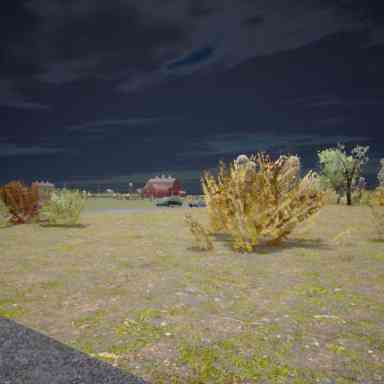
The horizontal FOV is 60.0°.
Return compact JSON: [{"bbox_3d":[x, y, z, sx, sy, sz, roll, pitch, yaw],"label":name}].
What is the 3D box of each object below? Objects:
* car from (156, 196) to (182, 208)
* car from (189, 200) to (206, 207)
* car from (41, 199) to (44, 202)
[{"bbox_3d":[-4.080,1.793,60.226,2.150,2.045,5.566,-1,-2,36],"label":"car"},{"bbox_3d":[1.316,2.119,61.541,1.994,1.385,4.181,-1,-1,36],"label":"car"},{"bbox_3d":[-18.206,1.659,40.761,2.097,1.767,4.553,-1,-1,36],"label":"car"}]
